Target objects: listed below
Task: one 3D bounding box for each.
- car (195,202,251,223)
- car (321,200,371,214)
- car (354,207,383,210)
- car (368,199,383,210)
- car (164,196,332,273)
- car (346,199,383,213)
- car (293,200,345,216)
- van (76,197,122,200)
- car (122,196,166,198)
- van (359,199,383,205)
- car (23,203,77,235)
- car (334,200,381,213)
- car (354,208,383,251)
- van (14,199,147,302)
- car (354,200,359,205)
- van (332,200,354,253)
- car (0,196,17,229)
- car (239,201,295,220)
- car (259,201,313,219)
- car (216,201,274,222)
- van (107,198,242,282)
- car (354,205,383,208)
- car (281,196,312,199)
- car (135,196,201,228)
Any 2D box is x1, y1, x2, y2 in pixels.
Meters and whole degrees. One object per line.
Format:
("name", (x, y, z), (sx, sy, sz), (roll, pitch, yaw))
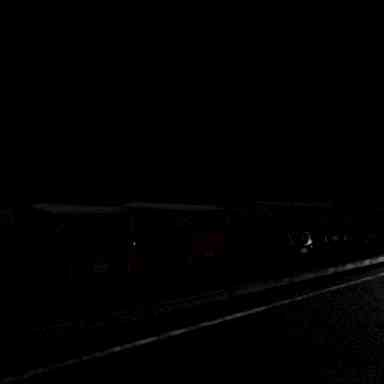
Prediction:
("car", (2.522, 1.687, 28.402), (2.163, 1.488, 4.792), (1, 0, -36))
("car", (18.302, 1.716, 39.736), (2.231, 1.521, 4.892), (0, 0, -36))
("car", (8.380, 1.679, 16.544), (2.002, 1.452, 4.674), (1, 0, -36))
("car", (27.352, 1.770, 46.166), (2.163, 1.488, 4.792), (0, 0, -36))
("car", (1.556, 1.316, 11.631), (2.435, 2.045, 5.566), (1, 0, -36))
("car", (22.928, 1.725, 42.809), (1.946, 1.575, 5.366), (0, 0, -36))
("car", (13.788, 1.702, 36.504), (2.097, 1.535, 5.008), (0, 0, -36))
("van", (-6.598, 1.339, 22.057), (1.878, 1.987, 4.442), (1, 0, -36))
("car", (-4.289, 1.341, 23.601), (2.435, 2.045, 5.566), (1, 0, -36))
("van", (12.875, 1.443, 19.906), (1.878, 1.987, 4.442), (0, 0, -36))
("car", (-8.897, 1.533, 20.498), (1.946, 1.575, 5.366), (1, 0, -36))
("car", (20.546, 1.751, 41.369), (2.163, 1.488, 4.792), (0, 0, -36))
("car", (6.095, 1.619, 14.920), (2.231, 1.521, 4.892), (1, 0, -36))
("van", (-3.088, 1.284, 8.486), (1.878, 1.987, 4.442), (1, 0, -36))
("car", (16.045, 1.708, 38.120), (2.097, 1.535, 5.008), (0, 0, -36))
("van", (3.749, 1.370, 13.378), (1.878, 1.987, 4.442), (1, 0, -36))
("car", (-11.061, 1.257, 18.756), (2.435, 2.045, 5.566), (1, 0, -36))
("car", (7.021, 1.680, 31.650), (2.097, 1.535, 5.008), (0, 0, -36))
("car", (9.280, 1.690, 33.266), (2.231, 1.521, 4.892), (0, 0, -36))
("car", (4.652, 1.666, 30.189), (1.946, 1.575, 5.366), (0, 0, -36))
("van", (-0.809, 1.313, 10.117), (1.878, 1.987, 4.442), (1, 0, -36))
("car", (10.645, 1.687, 18.204), (2.163, 1.488, 4.792), (0, 0, -36))
("car", (11.550, 1.444, 34.862), (2.435, 2.045, 5.566), (0, 0, -36))
("car", (-1.998, 1.364, 25.170), (2.435, 2.045, 5.566), (1, 0, -36))
